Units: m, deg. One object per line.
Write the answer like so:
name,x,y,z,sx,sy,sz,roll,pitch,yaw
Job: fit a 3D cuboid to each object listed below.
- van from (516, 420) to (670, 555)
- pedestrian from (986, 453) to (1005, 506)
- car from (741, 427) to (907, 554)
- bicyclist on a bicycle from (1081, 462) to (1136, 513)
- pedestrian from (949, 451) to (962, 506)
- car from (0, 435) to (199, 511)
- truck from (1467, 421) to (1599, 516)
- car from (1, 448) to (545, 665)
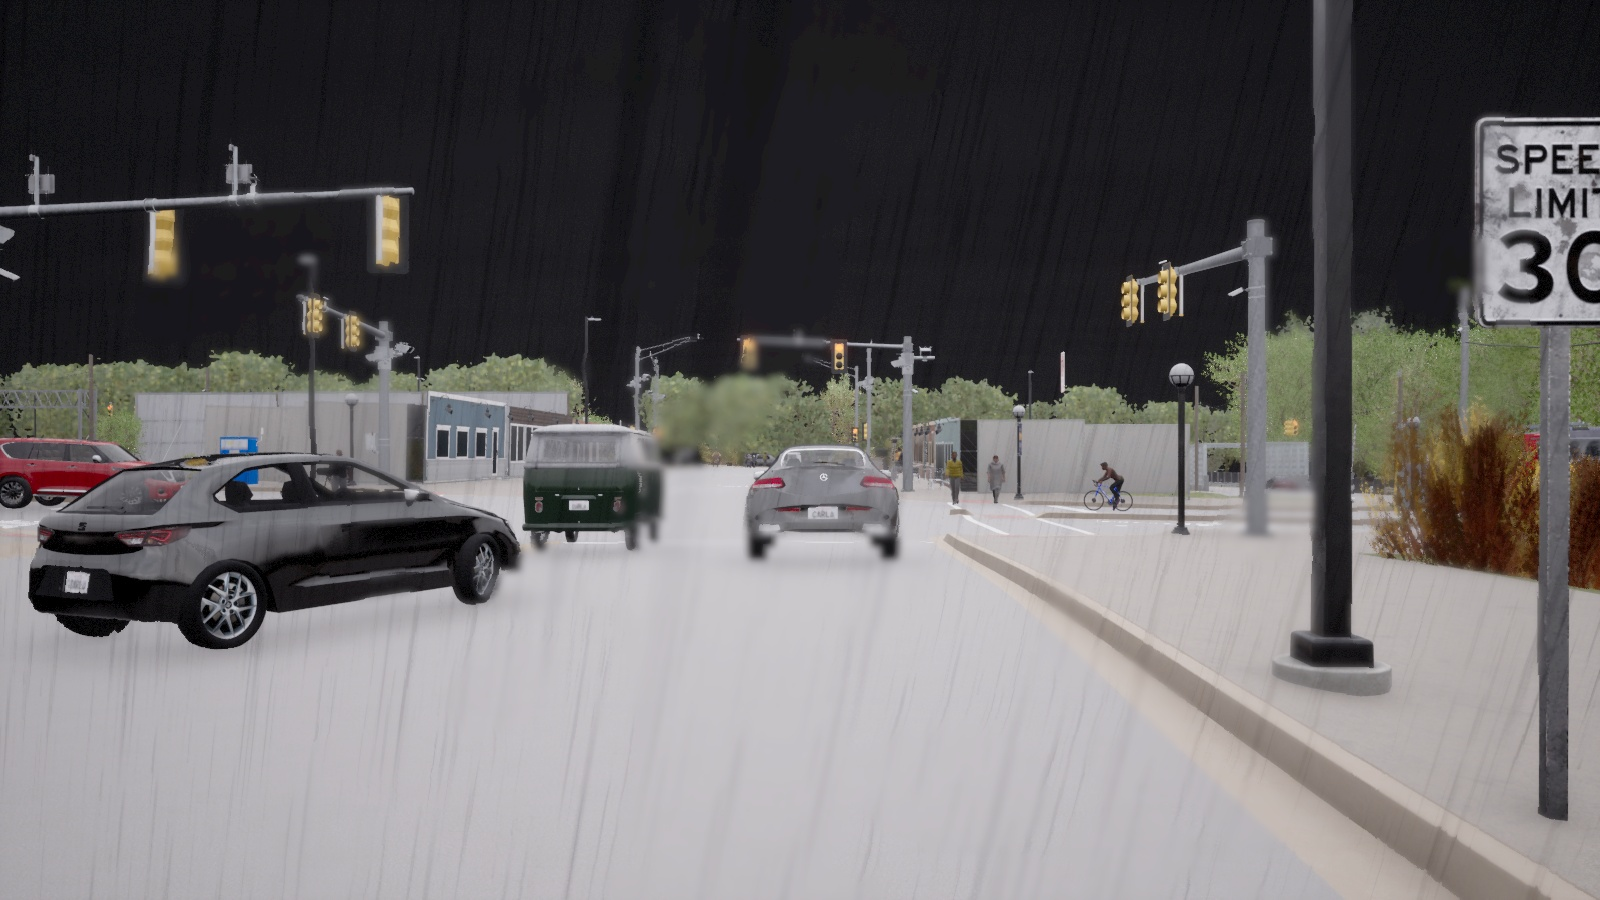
van,-3.282,0.598,20.731,1.775,1.987,4.442,0,-1,0
pedestrian,7.359,1.084,47.201,0.659,1.952,0.873,0,1,12
car,0.350,0.588,18.883,2.152,1.651,5.027,0,-1,1
bicyclist on a bicycle,10.250,1.247,41.785,1.656,1.620,0.582,1,-1,0
pedestrian,5.230,0.957,42.369,0.431,1.840,0.709,0,1,6
car,-21.005,0.661,36.899,5.566,2.045,2.150,1,0,-3
truck,32.456,0.827,54.751,2.891,3.827,8.468,-1,-1,6
car,-4.332,0.746,11.057,1.816,1.474,4.193,0,1,28
